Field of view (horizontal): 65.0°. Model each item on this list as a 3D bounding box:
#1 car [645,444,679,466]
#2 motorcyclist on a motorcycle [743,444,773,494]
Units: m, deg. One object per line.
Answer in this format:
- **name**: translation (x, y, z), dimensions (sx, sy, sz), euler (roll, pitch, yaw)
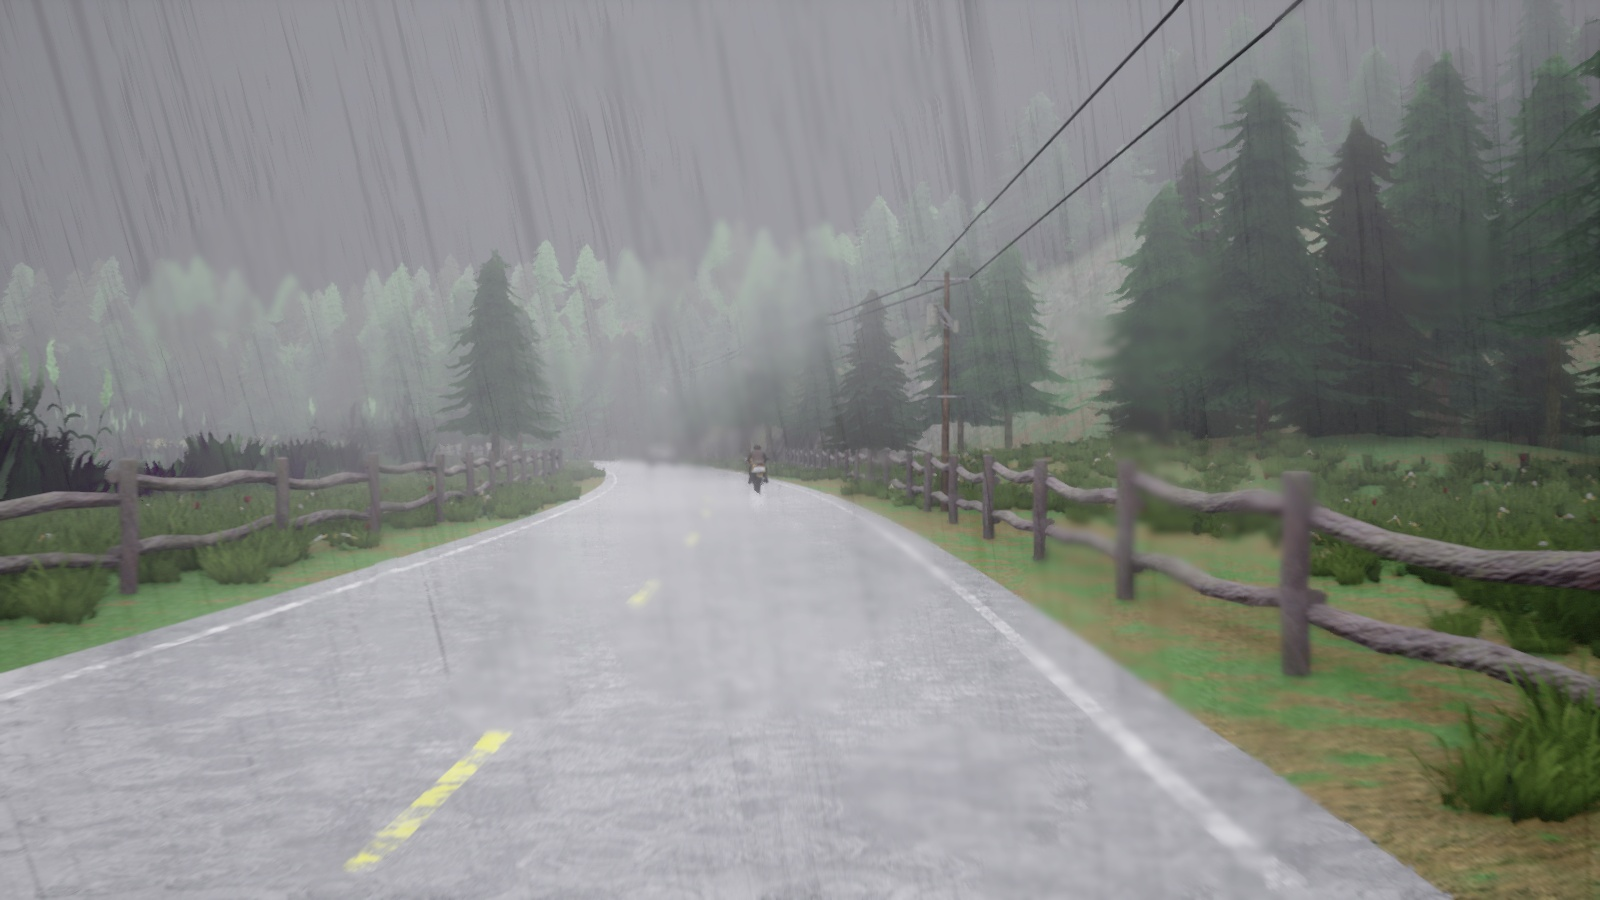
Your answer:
- **car**: translation (-9.773, 0.339, 88.695), dimensions (1.970, 1.475, 3.806), euler (0, 0, -12)
- **motorcyclist on a motorcycle**: translation (-1.309, 0.568, 38.878), dimensions (0.797, 1.523, 2.044), euler (0, 0, -5)
